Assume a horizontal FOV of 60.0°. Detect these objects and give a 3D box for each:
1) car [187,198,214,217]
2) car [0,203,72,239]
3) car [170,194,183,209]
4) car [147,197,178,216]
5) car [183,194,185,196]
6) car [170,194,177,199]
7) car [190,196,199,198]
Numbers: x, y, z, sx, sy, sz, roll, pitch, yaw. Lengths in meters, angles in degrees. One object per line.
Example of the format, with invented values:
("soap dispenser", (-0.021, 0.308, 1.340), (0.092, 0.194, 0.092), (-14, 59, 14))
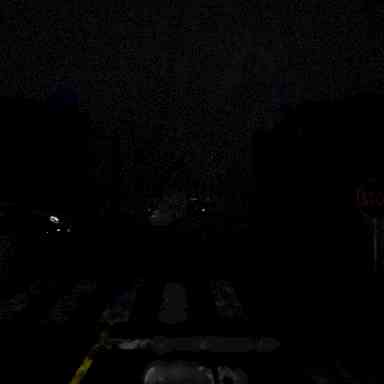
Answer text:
("car", (0.697, 1.505, 30.381), (1.994, 1.385, 4.181), (0, 0, -9))
("car", (-8.366, 1.332, 16.454), (4.553, 1.767, 2.097), (0, -1, -1))
("car", (-2.561, 1.388, 42.881), (1.882, 1.535, 5.008), (0, 0, 0))
("car", (-2.891, 1.484, 31.910), (2.033, 1.411, 5.357), (0, 0, 5))
("car", (-2.544, 1.448, 54.293), (1.994, 1.385, 4.181), (0, 0, -1))
("car", (-5.312, 1.339, 94.884), (1.752, 1.417, 4.829), (1, 0, 0))
("car", (0.372, 1.374, 54.709), (2.128, 1.511, 4.902), (0, 0, 0))
